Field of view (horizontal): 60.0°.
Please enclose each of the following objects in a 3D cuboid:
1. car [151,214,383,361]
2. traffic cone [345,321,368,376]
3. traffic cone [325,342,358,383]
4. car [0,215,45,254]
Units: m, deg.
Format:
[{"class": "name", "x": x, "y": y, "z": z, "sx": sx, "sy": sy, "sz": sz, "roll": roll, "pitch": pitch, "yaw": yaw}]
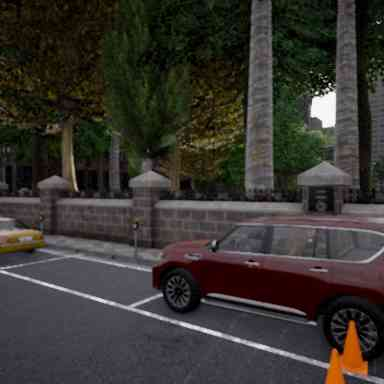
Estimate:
[{"class": "car", "x": 1.589, "y": 1.317, "z": 5.963, "sx": 5.009, "sy": 1.841, "sz": 2.192, "roll": 0, "pitch": 0, "yaw": 36}, {"class": "traffic cone", "x": 2.051, "y": 1.941, "z": 4.261, "sx": 0.340, "sy": 0.580, "sz": 0.340, "roll": 0, "pitch": 6, "yaw": 29}, {"class": "traffic cone", "x": 1.510, "y": 1.956, "z": 3.511, "sx": 0.340, "sy": 0.580, "sz": 0.340, "roll": 0, "pitch": 0, "yaw": 36}, {"class": "car", "x": -7.414, "y": 1.530, "z": 12.427, "sx": 4.829, "sy": 1.417, "sz": 1.752, "roll": 0, "pitch": 0, "yaw": 36}]
